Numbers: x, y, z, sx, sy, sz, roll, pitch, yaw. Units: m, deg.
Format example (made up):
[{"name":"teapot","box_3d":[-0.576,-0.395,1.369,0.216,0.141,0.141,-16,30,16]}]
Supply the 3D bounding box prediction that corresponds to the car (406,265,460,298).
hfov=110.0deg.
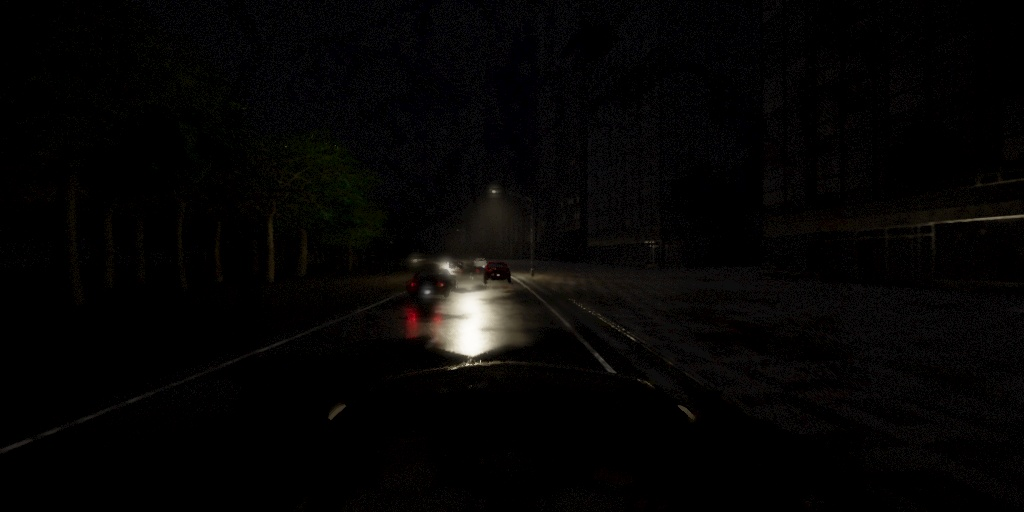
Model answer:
[{"name":"car","box_3d":[-3.964,1.326,18.402,1.895,1.301,4.718,0,0,-4]}]

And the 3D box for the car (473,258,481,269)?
[{"name":"car","box_3d":[-4.524,1.072,51.126,1.812,1.442,4.674,0,0,-10]}]

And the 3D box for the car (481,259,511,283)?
[{"name":"car","box_3d":[-1.195,1.159,27.259,1.882,1.535,5.008,0,0,-5]}]

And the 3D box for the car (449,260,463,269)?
[{"name":"car","box_3d":[-7.827,1.157,49.924,1.895,1.301,4.718,0,0,-10]}]
